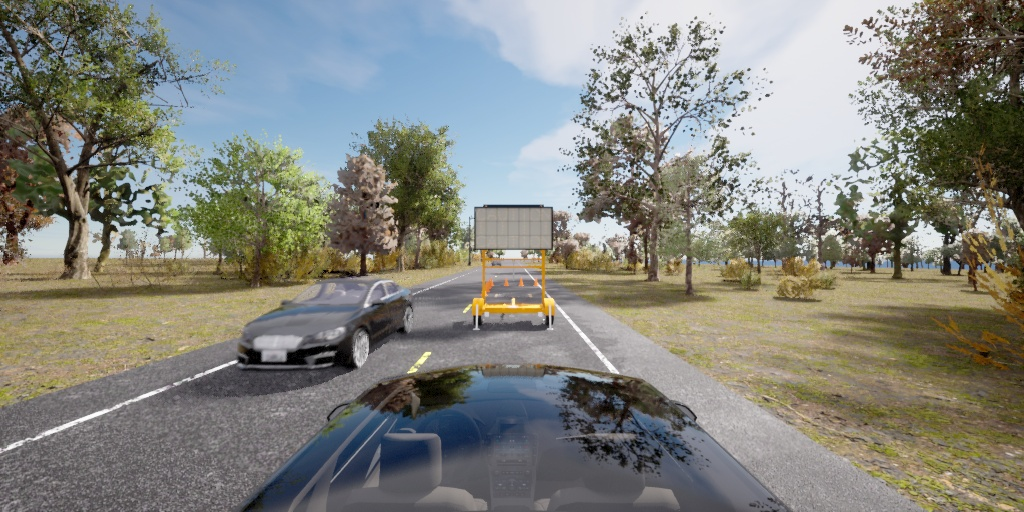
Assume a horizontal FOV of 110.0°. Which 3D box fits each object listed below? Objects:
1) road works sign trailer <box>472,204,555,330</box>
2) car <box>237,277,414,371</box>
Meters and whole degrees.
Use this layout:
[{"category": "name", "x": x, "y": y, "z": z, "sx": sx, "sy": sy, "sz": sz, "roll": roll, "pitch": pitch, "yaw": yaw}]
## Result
[{"category": "road works sign trailer", "x": 0.050, "y": 0.218, "z": 11.094, "sx": 2.380, "sy": 3.560, "sz": 2.880, "roll": 0, "pitch": 0, "yaw": 0}, {"category": "car", "x": -3.572, "y": 1.243, "z": 7.854, "sx": 2.128, "sy": 1.511, "sz": 4.902, "roll": 0, "pitch": 0, "yaw": 0}]
